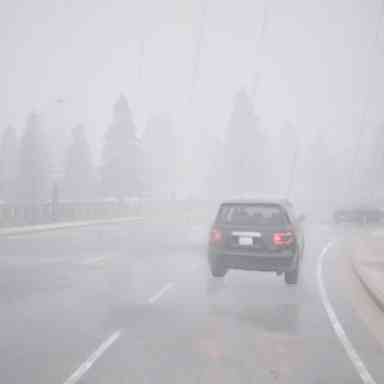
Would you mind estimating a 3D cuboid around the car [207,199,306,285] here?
[{"bbox_3d":[2.121,1.241,9.946,2.150,2.045,5.566,0,-1,20],"label":"car"}]

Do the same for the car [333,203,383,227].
[{"bbox_3d":[12.043,1.554,23.918,5.008,1.535,1.882,0,-1,-41],"label":"car"}]
